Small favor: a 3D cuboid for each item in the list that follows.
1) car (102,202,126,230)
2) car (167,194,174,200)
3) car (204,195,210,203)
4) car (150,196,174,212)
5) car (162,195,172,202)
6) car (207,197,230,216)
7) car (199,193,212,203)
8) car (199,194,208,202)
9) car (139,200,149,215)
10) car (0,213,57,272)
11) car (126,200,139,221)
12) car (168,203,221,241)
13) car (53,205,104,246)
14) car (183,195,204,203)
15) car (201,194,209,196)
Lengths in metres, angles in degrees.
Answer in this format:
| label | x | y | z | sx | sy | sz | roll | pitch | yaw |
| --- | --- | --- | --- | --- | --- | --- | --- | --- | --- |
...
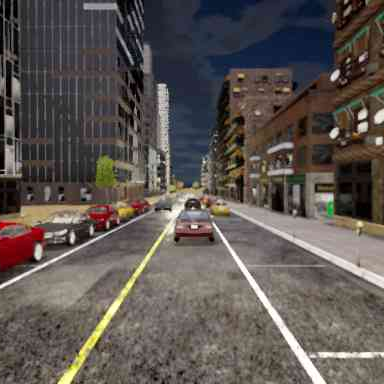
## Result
| label | x | y | z | sx | sy | sz | roll | pitch | yaw |
| --- | --- | --- | --- | --- | --- | --- | --- | --- | --- |
| car | -5.680 | 1.510 | 20.592 | 1.887 | 1.381 | 4.507 | -1 | 0 | 0 |
| car | -5.708 | 1.414 | 88.797 | 1.752 | 1.417 | 4.829 | -1 | 0 | 0 |
| car | 2.658 | 1.482 | 43.264 | 1.887 | 1.381 | 4.507 | -1 | 0 | 0 |
| car | -3.111 | 1.491 | 37.315 | 2.033 | 1.411 | 5.357 | 0 | 0 | 0 |
| car | -5.703 | 1.450 | 77.572 | 2.008 | 1.369 | 4.403 | -1 | 0 | 0 |
| car | 2.662 | 1.477 | 32.038 | 1.752 | 1.417 | 4.829 | -1 | 0 | 0 |
| car | 2.644 | 1.226 | 66.054 | 2.192 | 1.841 | 5.009 | -1 | 0 | 0 |
| car | 2.642 | 1.340 | 77.449 | 1.967 | 1.590 | 4.097 | -1 | 0 | 0 |
| car | -5.685 | 1.495 | 31.990 | 1.887 | 1.381 | 4.507 | -1 | 0 | 0 |
| car | -5.676 | 1.528 | 9.198 | 1.887 | 1.381 | 4.507 | -1 | 0 | 0 |
| car | -5.683 | 1.483 | 26.121 | 1.752 | 1.417 | 4.829 | -1 | 0 | 0 |
| car | 0.095 | 1.519 | 16.561 | 2.033 | 1.411 | 5.357 | 0 | 0 | 0 |
| car | -5.678 | 1.525 | 14.895 | 2.008 | 1.369 | 4.403 | -1 | 0 | 0 |
| car | 0.086 | 1.449 | 37.020 | 1.837 | 1.490 | 4.892 | 0 | 0 | 0 |
| car | 2.653 | 1.449 | 54.829 | 1.752 | 1.417 | 4.829 | -1 | 0 | 0 |
